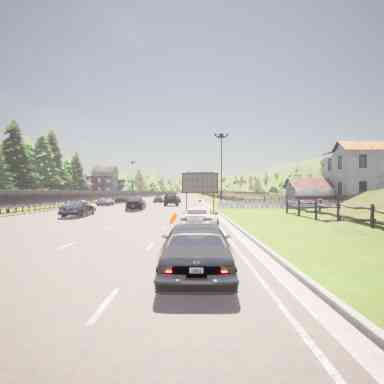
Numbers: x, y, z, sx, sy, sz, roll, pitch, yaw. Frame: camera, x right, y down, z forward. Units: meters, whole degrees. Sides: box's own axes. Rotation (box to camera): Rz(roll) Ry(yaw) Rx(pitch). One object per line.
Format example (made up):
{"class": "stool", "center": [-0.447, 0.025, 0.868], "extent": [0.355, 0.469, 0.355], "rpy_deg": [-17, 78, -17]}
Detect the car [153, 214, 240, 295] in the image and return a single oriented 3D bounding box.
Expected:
{"class": "car", "center": [0.112, 1.547, 8.874], "extent": [2.033, 1.411, 5.357], "rpy_deg": [0, 0, 1]}

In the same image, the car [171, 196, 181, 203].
{"class": "car", "center": [-3.288, 1.564, 68.627], "extent": [1.994, 1.385, 4.181], "rpy_deg": [0, 0, 0]}

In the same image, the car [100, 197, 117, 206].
{"class": "car", "center": [-13.813, 1.601, 52.946], "extent": [1.895, 1.301, 4.718], "rpy_deg": [0, 0, 0]}

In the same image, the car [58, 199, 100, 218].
{"class": "car", "center": [-10.351, 1.547, 30.238], "extent": [2.033, 1.411, 5.357], "rpy_deg": [0, 0, 0]}

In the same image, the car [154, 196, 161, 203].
{"class": "car", "center": [-6.789, 1.526, 68.349], "extent": [1.812, 1.442, 4.674], "rpy_deg": [0, -1, 0]}

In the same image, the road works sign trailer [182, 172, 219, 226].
{"class": "road works sign trailer", "center": [0.526, 0.464, 22.099], "extent": [2.380, 3.560, 2.880], "rpy_deg": [0, 0, -2]}

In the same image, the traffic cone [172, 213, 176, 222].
{"class": "traffic cone", "center": [-1.449, 1.955, 23.231], "extent": [0.340, 0.580, 0.340], "rpy_deg": [0, 0, 0]}

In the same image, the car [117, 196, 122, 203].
{"class": "car", "center": [-13.794, 1.504, 65.184], "extent": [1.837, 1.490, 4.892], "rpy_deg": [0, 0, 0]}

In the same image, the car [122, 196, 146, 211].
{"class": "car", "center": [-6.834, 1.477, 40.810], "extent": [1.882, 1.535, 5.008], "rpy_deg": [0, 0, 0]}

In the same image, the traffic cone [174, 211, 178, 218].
{"class": "traffic cone", "center": [-1.446, 1.955, 25.231], "extent": [0.340, 0.580, 0.340], "rpy_deg": [0, 0, 0]}

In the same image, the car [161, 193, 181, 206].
{"class": "car", "center": [-3.313, 1.221, 53.412], "extent": [2.150, 2.045, 5.566], "rpy_deg": [0, 0, 0]}

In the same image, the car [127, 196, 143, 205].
{"class": "car", "center": [-10.302, 1.490, 60.232], "extent": [2.128, 1.511, 4.902], "rpy_deg": [0, 0, 0]}

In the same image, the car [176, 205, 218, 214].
{"class": "car", "center": [0.429, 1.541, 18.487], "extent": [1.812, 1.442, 4.674], "rpy_deg": [-1, -1, 7]}
